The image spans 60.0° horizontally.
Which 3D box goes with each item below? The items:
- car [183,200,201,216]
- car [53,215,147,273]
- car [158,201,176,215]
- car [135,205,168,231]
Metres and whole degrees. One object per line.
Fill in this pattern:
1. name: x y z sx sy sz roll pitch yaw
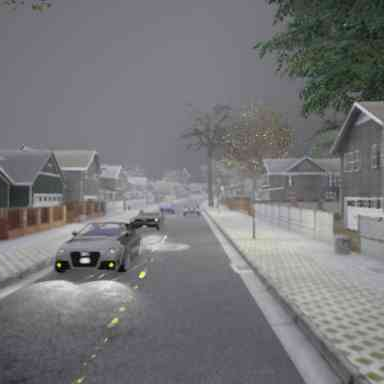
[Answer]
1. car: -0.019 1.859 36.238 2.033 1.411 5.357 0 0 0
2. car: -2.875 1.678 10.959 1.994 1.385 4.181 0 -1 0
3. car: -2.980 1.812 39.552 1.882 1.535 5.008 0 0 0
4. car: -2.910 1.815 22.610 1.895 1.301 4.718 0 0 0
